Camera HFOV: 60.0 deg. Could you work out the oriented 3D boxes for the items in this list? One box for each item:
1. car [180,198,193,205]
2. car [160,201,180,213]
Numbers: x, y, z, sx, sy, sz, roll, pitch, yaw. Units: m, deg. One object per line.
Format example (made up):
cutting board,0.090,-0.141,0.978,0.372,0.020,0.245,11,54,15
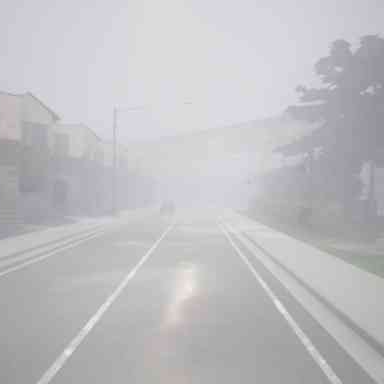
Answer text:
car,-1.417,2.091,73.423,2.033,1.411,5.357,1,0,-19
car,-2.937,1.875,41.836,1.837,1.490,4.892,1,-1,1
